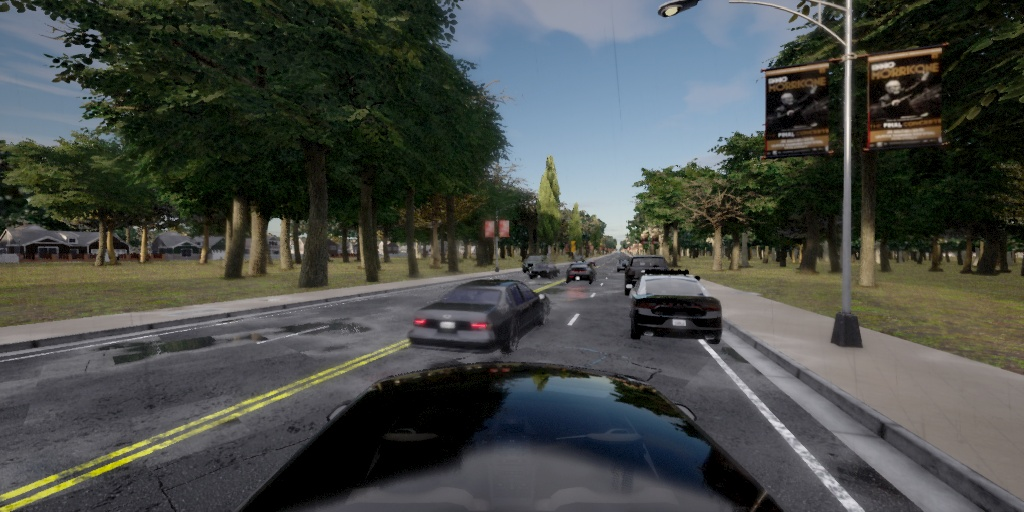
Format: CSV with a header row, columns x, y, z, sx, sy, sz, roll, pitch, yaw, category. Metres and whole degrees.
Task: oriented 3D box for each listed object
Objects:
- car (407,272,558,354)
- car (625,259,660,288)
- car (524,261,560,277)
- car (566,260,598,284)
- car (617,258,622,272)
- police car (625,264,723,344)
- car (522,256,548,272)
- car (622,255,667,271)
x,y,z,sx,sy,sz,roll,pitch,yaw,category
-0.408,1.297,8.875,2.033,1.411,5.357,0,0,17,car
8.975,1.102,25.001,2.097,1.767,4.553,0,0,17,car
2.802,1.354,30.634,1.895,1.301,4.718,0,0,17,car
5.262,1.256,26.940,1.837,1.490,4.892,0,0,17,car
14.419,1.324,45.544,1.994,1.385,4.181,0,0,19,car
4.227,1.174,9.866,1.930,1.638,5.238,0,0,17,police car
2.822,0.979,41.552,2.150,2.045,5.566,0,0,17,car
7.198,0.974,19.331,2.150,2.045,5.566,0,0,17,car
